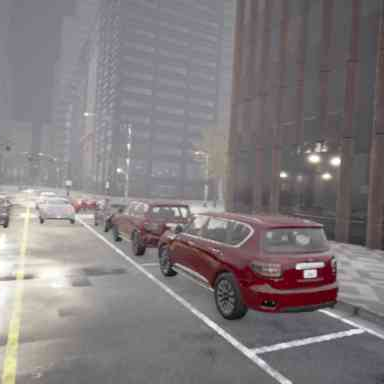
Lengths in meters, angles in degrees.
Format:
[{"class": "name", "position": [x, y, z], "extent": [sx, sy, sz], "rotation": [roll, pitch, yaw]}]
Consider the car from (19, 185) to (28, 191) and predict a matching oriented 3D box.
[{"class": "car", "position": [-42.536, -1.039, 83.987], "extent": [1.812, 1.442, 4.674], "rotation": [3, 0, -26]}]

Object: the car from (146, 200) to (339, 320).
[{"class": "car", "position": [0.877, 1.343, 7.544], "extent": [2.192, 1.841, 5.009], "rotation": [3, 0, -26]}]

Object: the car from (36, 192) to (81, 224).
[{"class": "car", "position": [-8.025, 1.018, 19.743], "extent": [1.812, 1.442, 4.674], "rotation": [3, 0, -25]}]

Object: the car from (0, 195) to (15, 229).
[{"class": "car", "position": [-9.910, 0.884, 16.421], "extent": [2.128, 1.511, 4.902], "rotation": [3, 0, -26]}]

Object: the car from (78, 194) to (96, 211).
[{"class": "car", "position": [-8.932, 0.863, 27.838], "extent": [1.967, 1.590, 4.097], "rotation": [3, 0, -26]}]

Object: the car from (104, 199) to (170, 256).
[{"class": "car", "position": [-1.573, 1.191, 12.618], "extent": [2.192, 1.841, 5.009], "rotation": [3, 0, -26]}]

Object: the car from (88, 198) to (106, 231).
[{"class": "car", "position": [-4.037, 1.290, 17.692], "extent": [1.947, 1.339, 4.313], "rotation": [3, 0, -26]}]

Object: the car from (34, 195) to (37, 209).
[{"class": "car", "position": [-12.475, 0.745, 28.831], "extent": [1.812, 1.442, 4.674], "rotation": [3, 0, -26]}]
